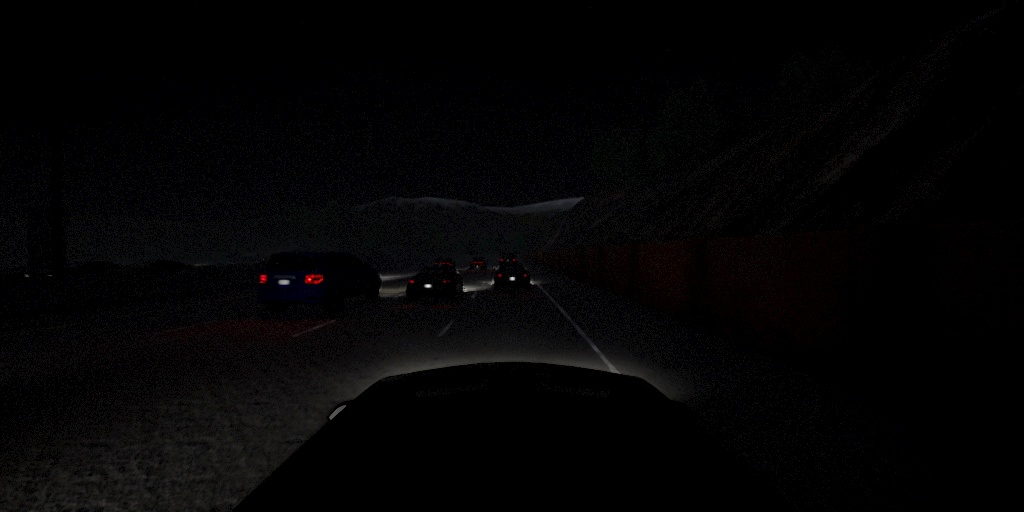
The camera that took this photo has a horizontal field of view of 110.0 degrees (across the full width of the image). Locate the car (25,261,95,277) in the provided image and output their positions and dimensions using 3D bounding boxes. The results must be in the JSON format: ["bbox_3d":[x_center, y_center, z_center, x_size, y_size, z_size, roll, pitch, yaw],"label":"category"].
[{"bbox_3d":[-28.249,1.061,23.879,2.033,1.411,5.357,0,0,-1],"label":"car"}]

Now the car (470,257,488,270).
[{"bbox_3d":[-4.014,0.869,43.516,1.837,1.490,4.892,0,1,-1],"label":"car"}]

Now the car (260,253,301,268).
[{"bbox_3d":[-32.314,0.534,50.336,2.150,2.045,5.566,0,1,-1],"label":"car"}]

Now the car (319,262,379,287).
[{"bbox_3d":[-10.524,1.138,23.566,1.895,1.301,4.718,0,1,-1],"label":"car"}]

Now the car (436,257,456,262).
[{"bbox_3d":[-7.422,0.898,39.809,1.837,1.490,4.892,0,1,-1],"label":"car"}]

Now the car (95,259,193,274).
[{"bbox_3d":[-24.768,0.987,24.712,1.882,1.535,5.008,0,0,-1],"label":"car"}]

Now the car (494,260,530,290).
[{"bbox_3d":[-0.012,1.141,20.683,1.994,1.385,4.181,0,1,-1],"label":"car"}]

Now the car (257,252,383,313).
[{"bbox_3d":[-6.922,0.856,13.555,2.150,2.045,5.566,0,1,0],"label":"car"}]

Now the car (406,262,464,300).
[{"bbox_3d":[-3.450,1.174,16.631,1.994,1.385,4.181,0,1,-1],"label":"car"}]

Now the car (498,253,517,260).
[{"bbox_3d":[-0.558,0.572,45.427,2.150,2.045,5.566,0,1,-1],"label":"car"}]
